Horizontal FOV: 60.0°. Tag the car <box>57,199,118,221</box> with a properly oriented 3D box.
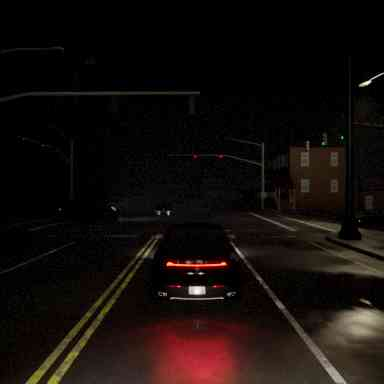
[{"bbox_3d":[-8.195,1.335,26.460,4.553,1.767,2.097,0,0,-14],"label":"car"}]

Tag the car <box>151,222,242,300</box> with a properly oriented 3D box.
[{"bbox_3d":[0.086,1.505,8.346,1.837,1.490,4.892,0,0,0],"label":"car"}]

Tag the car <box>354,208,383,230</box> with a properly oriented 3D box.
[{"bbox_3d":[16.624,2.400,28.834,5.566,2.045,2.150,9,0,0],"label":"car"}]

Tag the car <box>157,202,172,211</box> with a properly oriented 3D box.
[{"bbox_3d":[-3.673,2.056,45.643,2.033,1.411,5.357,0,-4,0],"label":"car"}]
